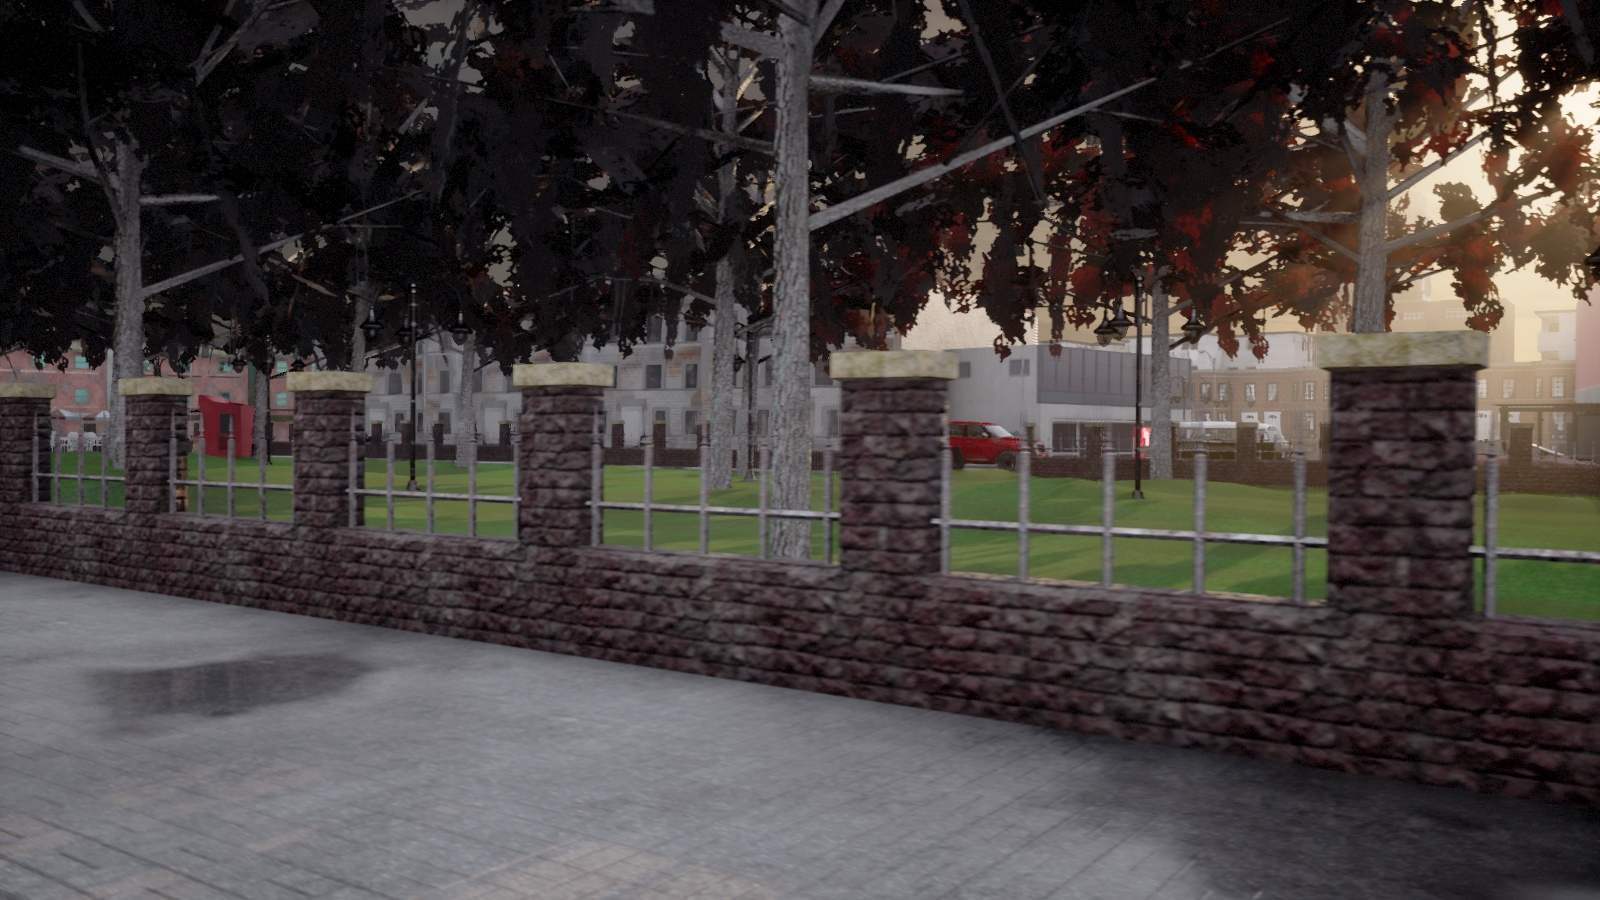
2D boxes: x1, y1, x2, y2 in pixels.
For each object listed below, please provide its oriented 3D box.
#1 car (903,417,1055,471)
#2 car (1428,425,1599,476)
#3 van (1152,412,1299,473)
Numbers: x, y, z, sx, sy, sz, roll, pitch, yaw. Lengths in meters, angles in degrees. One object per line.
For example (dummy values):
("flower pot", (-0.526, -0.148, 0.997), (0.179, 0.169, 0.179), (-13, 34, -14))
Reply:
("car", (7.051, -0.255, 49.648), (5.566, 2.045, 2.150), (0, 1, 34))
("car", (22.332, 0.005, 39.020), (4.792, 1.488, 2.163), (0, 1, 35))
("van", (14.932, -0.260, 44.165), (4.480, 2.038, 2.069), (0, 1, 35))
